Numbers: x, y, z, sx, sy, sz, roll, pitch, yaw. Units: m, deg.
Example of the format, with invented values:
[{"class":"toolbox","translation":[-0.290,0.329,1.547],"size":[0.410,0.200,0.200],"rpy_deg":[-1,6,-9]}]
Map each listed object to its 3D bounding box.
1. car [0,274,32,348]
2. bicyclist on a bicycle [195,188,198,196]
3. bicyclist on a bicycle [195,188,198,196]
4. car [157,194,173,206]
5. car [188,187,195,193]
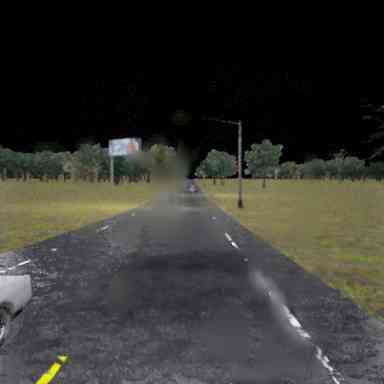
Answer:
[{"class":"car","translation":[-3.598,1.591,3.315],"size":[1.895,1.301,4.718],"rpy_deg":[0,0,0]},{"class":"bicyclist on a bicycle","translation":[0.983,0.225,70.892],"size":[0.659,1.776,1.843],"rpy_deg":[0,2,0]},{"class":"bicyclist on a bicycle","translation":[0.986,-0.028,79.879],"size":[0.659,1.776,1.843],"rpy_deg":[0,2,0]},{"class":"car","translation":[-3.570,0.989,44.400],"size":[1.882,1.535,5.008],"rpy_deg":[0,2,0]},{"class":"car","translation":[0.031,-0.464,93.071],"size":[1.994,1.385,4.181],"rpy_deg":[0,2,0]}]
